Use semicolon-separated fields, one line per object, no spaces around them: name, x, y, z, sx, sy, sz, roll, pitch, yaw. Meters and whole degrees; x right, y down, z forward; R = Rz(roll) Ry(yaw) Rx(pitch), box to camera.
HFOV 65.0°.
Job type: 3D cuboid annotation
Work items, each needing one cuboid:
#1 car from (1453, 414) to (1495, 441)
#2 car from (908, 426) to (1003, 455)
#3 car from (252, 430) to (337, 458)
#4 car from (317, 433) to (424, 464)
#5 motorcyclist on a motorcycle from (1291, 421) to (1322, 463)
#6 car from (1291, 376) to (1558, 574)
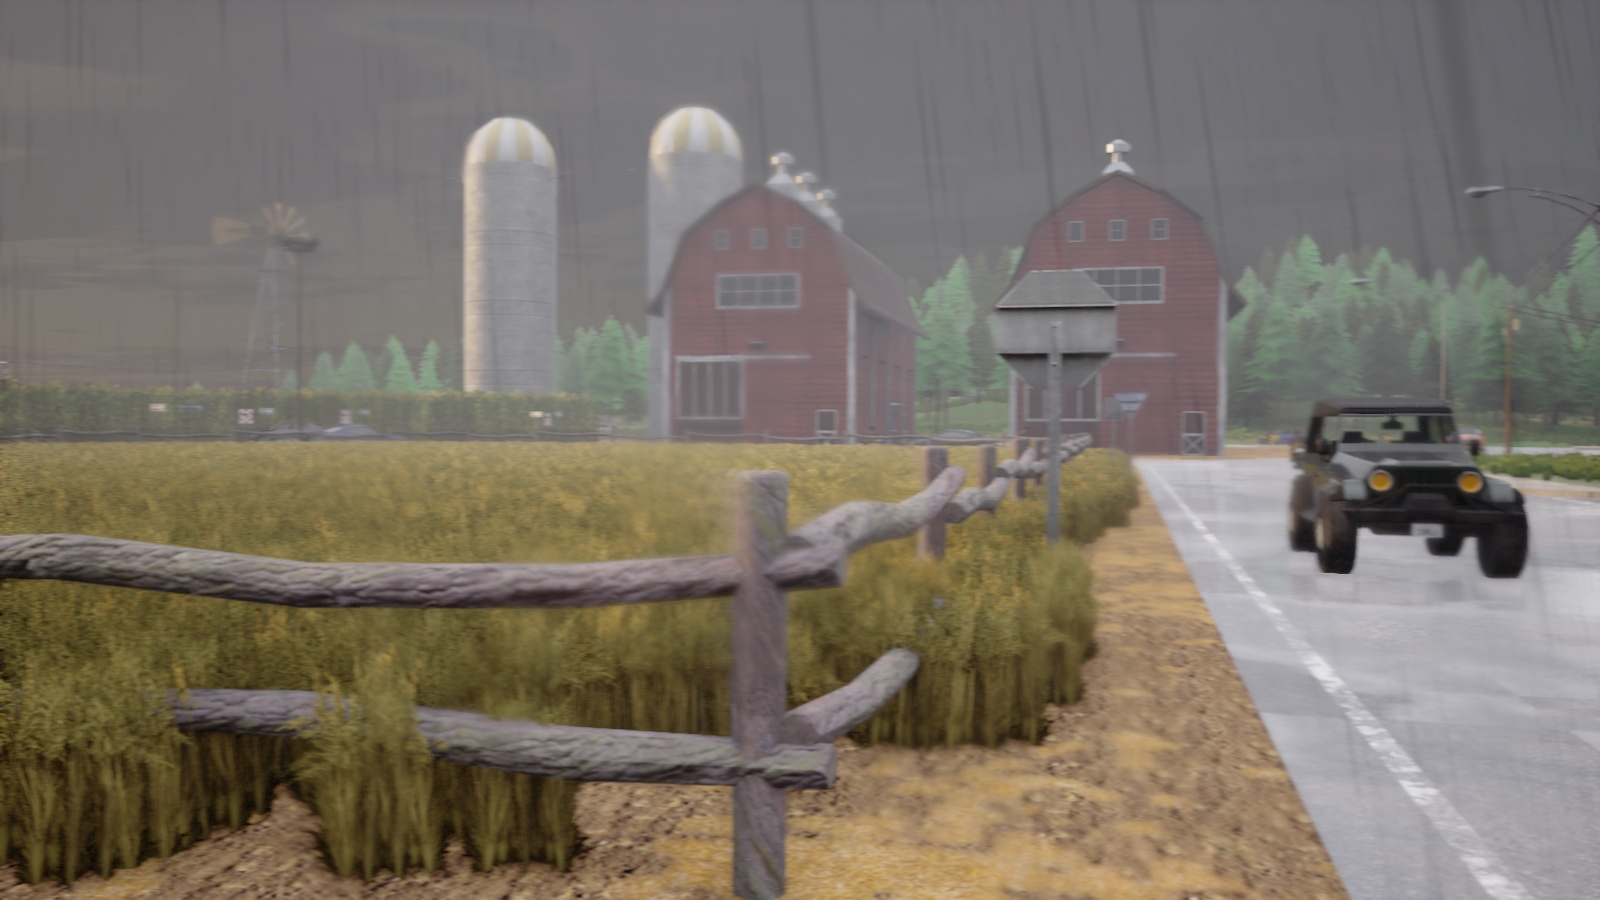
car;45.276;-1.540;84.324;2.097;1.767;4.553;0;1;34
car;8.082;-0.474;65.212;4.674;1.442;1.812;0;1;15
car;-31.993;-0.374;79.580;4.856;1.649;2.033;-1;1;-19
car;-21.467;-0.103;62.843;4.674;1.442;1.812;-1;1;-36
motorcyclist on a motorcycle;18.814;-0.314;46.695;0.797;1.523;2.044;0;1;15
car;6.756;0.205;14.034;1.905;1.878;3.866;0;1;15
